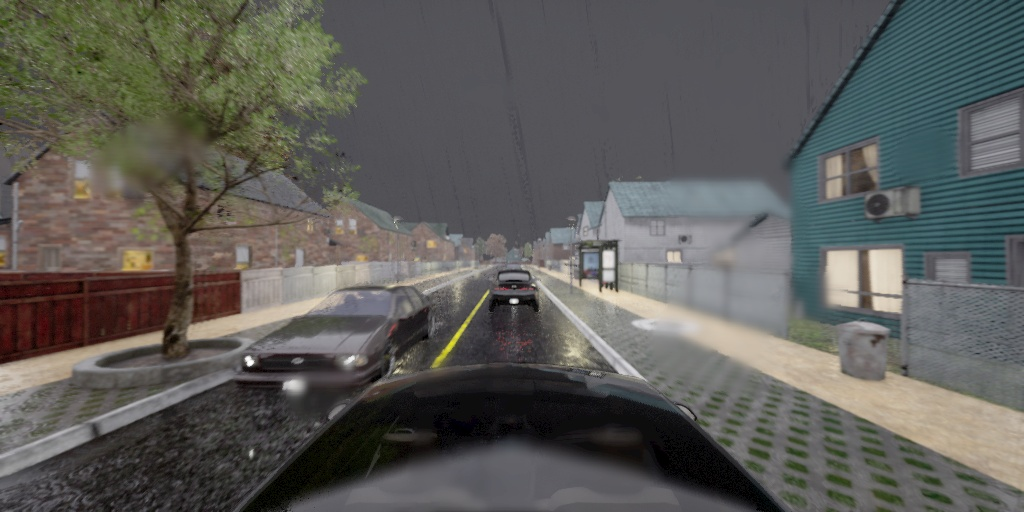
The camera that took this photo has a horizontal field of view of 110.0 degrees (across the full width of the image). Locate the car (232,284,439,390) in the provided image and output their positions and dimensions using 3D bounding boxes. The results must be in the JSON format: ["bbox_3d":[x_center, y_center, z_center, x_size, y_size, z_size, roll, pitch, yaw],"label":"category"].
[{"bbox_3d":[-2.839,1.311,7.339,2.033,1.411,5.357,0,0,0],"label":"car"}]

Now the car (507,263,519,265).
[{"bbox_3d":[0.103,1.421,36.949,2.033,1.411,5.357,0,0,0],"label":"car"}]

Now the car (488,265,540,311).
[{"bbox_3d":[0.083,1.291,14.684,1.837,1.490,4.892,0,0,0],"label":"car"}]
